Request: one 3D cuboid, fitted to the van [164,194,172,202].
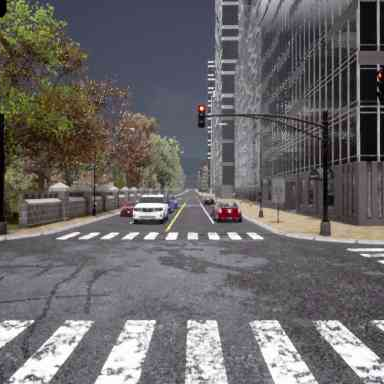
[{"bbox_3d":[-5.527,1.313,77.202,1.690,1.788,3.998,0,0,0],"label":"van"}]

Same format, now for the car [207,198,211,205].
[{"bbox_3d":[2.757,1.568,31.722,1.947,1.339,4.313,0,0,0],"label":"car"}]

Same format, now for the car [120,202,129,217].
[{"bbox_3d":[-5.624,1.547,31.737,1.887,1.381,4.507,0,0,0],"label":"car"}]

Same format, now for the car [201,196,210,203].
[{"bbox_3d":[2.841,1.506,71.664,1.752,1.417,4.829,0,0,0],"label":"car"}]

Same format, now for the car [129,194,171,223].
[{"bbox_3d":[-3.050,1.223,25.521,2.150,2.045,5.566,0,0,0],"label":"car"}]

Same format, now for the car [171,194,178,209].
[{"bbox_3d":[-2.994,1.354,45.885,2.097,1.767,4.553,0,0,0],"label":"car"}]

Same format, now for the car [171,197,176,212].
[{"bbox_3d":[-3.024,1.528,35.675,1.812,1.442,4.674,0,0,0],"label":"car"}]

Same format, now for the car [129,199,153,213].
[{"bbox_3d":[-5.612,1.553,37.420,2.008,1.369,4.403,0,0,0],"label":"car"}]

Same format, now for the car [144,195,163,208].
[{"bbox_3d":[-5.587,1.316,48.786,2.192,1.841,5.009,0,0,0],"label":"car"}]

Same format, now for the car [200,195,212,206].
[{"bbox_3d":[2.805,1.564,54.447,1.947,1.339,4.313,0,0,0],"label":"car"}]

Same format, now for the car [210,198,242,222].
[{"bbox_3d":[2.746,1.442,26.042,1.967,1.590,4.097,0,0,0],"label":"car"}]

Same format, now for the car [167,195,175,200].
[{"bbox_3d":[-5.504,1.531,88.569,1.802,1.307,4.206,0,0,0],"label":"car"}]

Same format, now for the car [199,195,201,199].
[{"bbox_3d":[2.817,1.434,60.128,1.967,1.590,4.097,0,0,0],"label":"car"}]
